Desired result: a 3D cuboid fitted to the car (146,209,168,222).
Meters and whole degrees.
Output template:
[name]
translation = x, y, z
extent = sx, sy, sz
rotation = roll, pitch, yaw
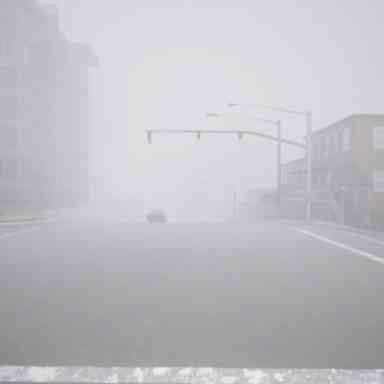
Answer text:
[car]
translation = -3.568, 2.525, 34.622
extent = 2.033, 1.411, 5.357
rotation = 0, -8, 0
